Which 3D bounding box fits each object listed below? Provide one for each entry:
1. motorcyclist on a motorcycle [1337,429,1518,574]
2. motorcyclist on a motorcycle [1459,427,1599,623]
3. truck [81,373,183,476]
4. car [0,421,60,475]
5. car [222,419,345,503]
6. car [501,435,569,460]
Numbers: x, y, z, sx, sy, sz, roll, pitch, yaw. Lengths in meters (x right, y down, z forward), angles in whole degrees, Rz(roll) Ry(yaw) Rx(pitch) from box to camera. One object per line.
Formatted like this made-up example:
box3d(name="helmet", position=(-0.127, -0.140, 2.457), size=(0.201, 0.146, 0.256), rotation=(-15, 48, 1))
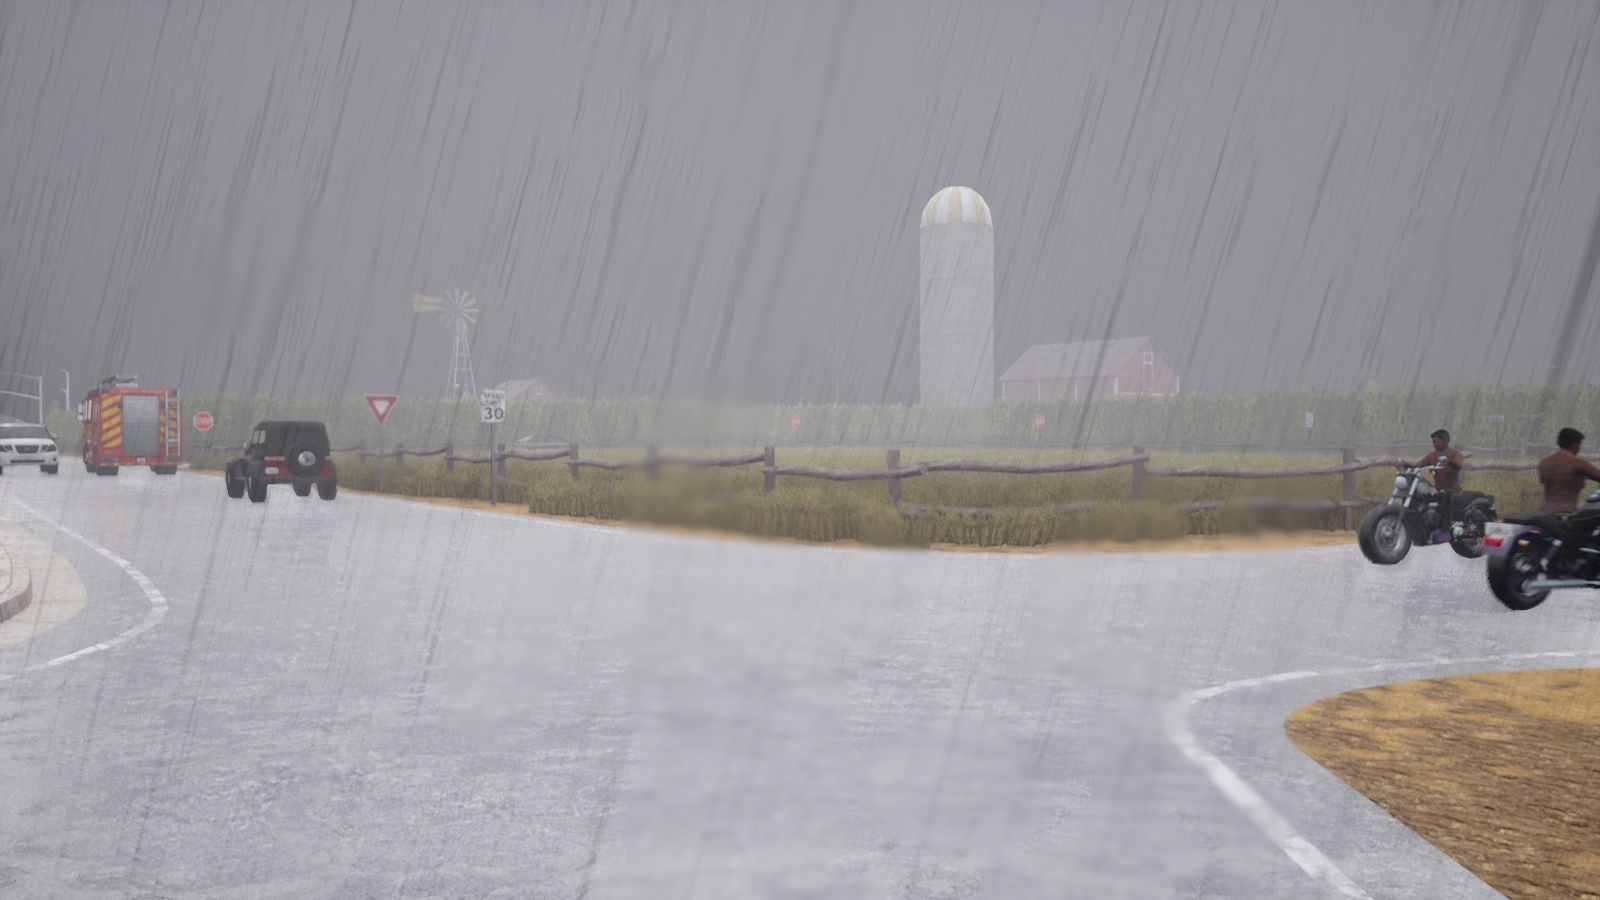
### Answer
box3d(name="motorcyclist on a motorcycle", position=(7.626, 0.576, 15.226), size=(2.350, 1.649, 0.766), rotation=(-1, 1, -29))
box3d(name="motorcyclist on a motorcycle", position=(7.142, 0.622, 11.335), size=(2.350, 1.649, 0.766), rotation=(0, 1, -22))
box3d(name="truck", position=(-27.153, -0.987, 50.863), size=(2.891, 3.827, 8.468), rotation=(0, 1, -33))
box3d(name="car", position=(-31.567, -0.108, 50.958), size=(2.150, 2.045, 5.566), rotation=(0, 1, -35))
box3d(name="car", position=(-12.463, 0.230, 30.175), size=(1.905, 1.878, 3.866), rotation=(0, 1, -35))
box3d(name="car", position=(-16.366, -0.167, 77.571), size=(3.705, 1.549, 1.789), rotation=(-1, 1, -35))
